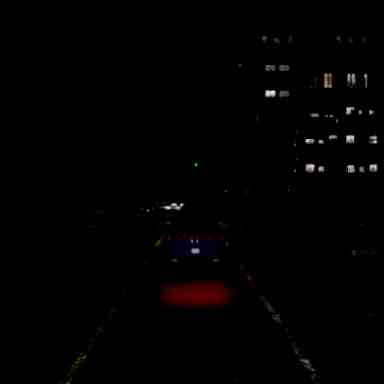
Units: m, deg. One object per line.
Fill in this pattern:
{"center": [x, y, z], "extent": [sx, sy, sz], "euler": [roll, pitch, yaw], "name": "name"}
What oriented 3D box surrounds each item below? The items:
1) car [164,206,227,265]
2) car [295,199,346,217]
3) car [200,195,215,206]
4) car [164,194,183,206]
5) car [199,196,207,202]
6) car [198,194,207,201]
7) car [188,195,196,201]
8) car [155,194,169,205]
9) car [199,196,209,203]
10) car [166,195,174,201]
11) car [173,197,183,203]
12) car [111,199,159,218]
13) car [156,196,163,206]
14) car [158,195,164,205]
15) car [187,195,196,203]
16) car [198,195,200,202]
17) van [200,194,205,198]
{"center": [0.097, 1.486, 11.748], "extent": [1.882, 1.535, 5.008], "euler": [0, 0, 0], "name": "car"}
{"center": [13.461, 1.634, 34.776], "extent": [5.009, 1.841, 2.192], "euler": [1, -1, -1], "name": "car"}
{"center": [2.684, 1.611, 52.726], "extent": [1.887, 1.381, 4.507], "euler": [0, 0, 0], "name": "car"}
{"center": [-3.064, 1.295, 56.454], "extent": [2.150, 2.045, 5.566], "euler": [0, 0, 0], "name": "car"}
{"center": [2.679, 1.676, 80.877], "extent": [1.887, 1.381, 4.507], "euler": [0, 0, 0], "name": "car"}
{"center": [2.679, 1.461, 86.508], "extent": [2.192, 1.841, 5.009], "euler": [0, 0, 0], "name": "car"}
{"center": [-0.013, 1.563, 86.231], "extent": [2.033, 1.411, 5.357], "euler": [0, 0, 0], "name": "car"}
{"center": [-5.698, 1.404, 63.987], "extent": [2.192, 1.841, 5.009], "euler": [0, 0, 0], "name": "car"}
{"center": [2.680, 1.667, 75.248], "extent": [2.008, 1.369, 4.403], "euler": [0, 0, 0], "name": "car"}
{"center": [-5.701, 1.586, 86.506], "extent": [1.967, 1.590, 4.097], "euler": [0, 0, 0], "name": "car"}
{"center": [-3.011, 1.703, 71.914], "extent": [1.895, 1.301, 4.718], "euler": [0, 0, 0], "name": "car"}
{"center": [-5.359, 1.563, 29.672], "extent": [4.181, 1.385, 1.994], "euler": [-1, 0, 38], "name": "car"}
{"center": [-5.695, 1.621, 47.095], "extent": [1.947, 1.339, 4.313], "euler": [0, 0, 0], "name": "car"}
{"center": [-5.697, 1.602, 58.186], "extent": [1.752, 1.417, 4.829], "euler": [0, 0, 0], "name": "car"}
{"center": [-0.012, 1.594, 75.812], "extent": [1.882, 1.535, 5.008], "euler": [0, 0, 0], "name": "car"}
{"center": [2.682, 1.543, 69.618], "extent": [1.967, 1.590, 4.097], "euler": [0, 0, 0], "name": "car"}
{"center": [2.684, 1.418, 58.358], "extent": [1.690, 1.788, 3.998], "euler": [0, 0, 0], "name": "van"}
